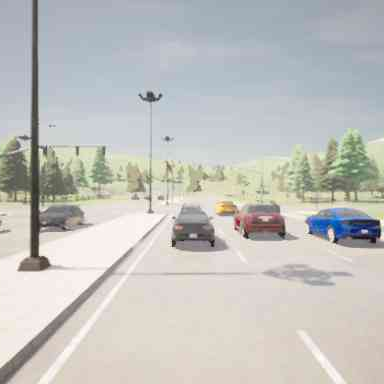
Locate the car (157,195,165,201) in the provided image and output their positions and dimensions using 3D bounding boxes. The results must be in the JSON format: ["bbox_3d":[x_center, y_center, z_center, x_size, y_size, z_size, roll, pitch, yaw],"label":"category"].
[{"bbox_3d":[-8.538,1.567,90.833,1.837,1.490,4.892,0,0,0],"label":"car"}]

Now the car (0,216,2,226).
[{"bbox_3d":[-11.654,1.539,17.016,1.812,1.442,4.674,0,0,0],"label":"car"}]

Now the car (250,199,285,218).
[{"bbox_3d":[6.937,1.514,31.234,2.128,1.511,4.902,0,0,0],"label":"car"}]

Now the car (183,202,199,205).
[{"bbox_3d":[-0.107,1.624,31.272,1.895,1.301,4.718,0,0,-1],"label":"car"}]

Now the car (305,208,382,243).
[{"bbox_3d":[7.030,1.490,16.049,1.882,1.535,5.008,0,-1,0],"label":"car"}]

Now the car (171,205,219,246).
[{"bbox_3d":[0.033,1.537,15.149,1.812,1.442,4.674,0,0,0],"label":"car"}]

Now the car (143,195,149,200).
[{"bbox_3d":[-12.039,1.620,90.913,1.994,1.385,4.181,0,0,0],"label":"car"}]

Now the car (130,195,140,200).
[{"bbox_3d":[-15.540,1.620,90.954,1.994,1.385,4.181,0,0,0],"label":"car"}]

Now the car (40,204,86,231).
[{"bbox_3d":[-8.157,1.523,20.815,1.837,1.490,4.892,0,-1,0],"label":"car"}]

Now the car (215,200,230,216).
[{"bbox_3d":[3.355,1.502,33.340,1.882,1.535,5.008,0,0,-1],"label":"car"}]

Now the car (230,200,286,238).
[{"bbox_3d":[3.518,1.366,18.054,2.097,1.767,4.553,0,0,0],"label":"car"}]
